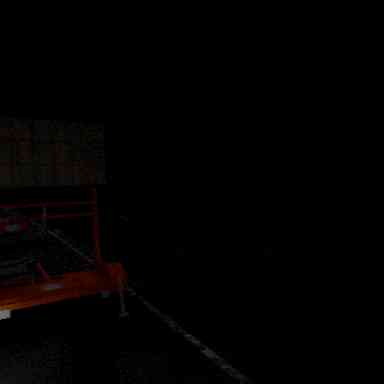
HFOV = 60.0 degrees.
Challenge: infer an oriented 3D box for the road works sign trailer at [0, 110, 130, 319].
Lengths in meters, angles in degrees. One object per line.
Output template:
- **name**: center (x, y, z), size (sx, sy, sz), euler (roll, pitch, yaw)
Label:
- **road works sign trailer**: center (-2.779, 0.345, 6.242), size (2.380, 3.560, 2.880), euler (-3, 2, -31)
